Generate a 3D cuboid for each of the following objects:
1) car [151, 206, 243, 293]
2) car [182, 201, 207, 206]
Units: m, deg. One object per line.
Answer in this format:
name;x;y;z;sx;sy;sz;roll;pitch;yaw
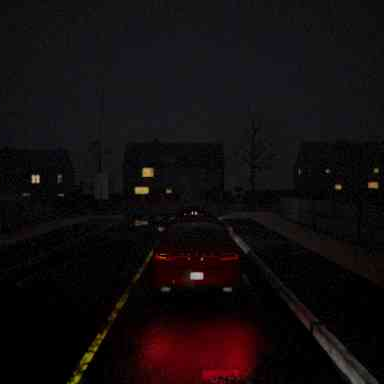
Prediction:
car;0.097;1.364;8.610;1.882;1.535;5.008;0;1;0
car;0.148;1.263;19.104;1.837;1.490;4.892;0;1;2
